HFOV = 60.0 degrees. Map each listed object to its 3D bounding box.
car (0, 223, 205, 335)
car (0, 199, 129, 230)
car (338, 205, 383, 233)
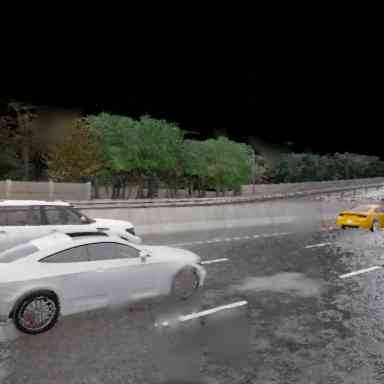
[{"bbox_3d":[-1.895,1.527,6.691,4.674,1.442,1.812,0,0,-35],"label":"car"},{"bbox_3d":[-4.221,1.222,9.332,5.566,2.045,2.150,0,0,-35],"label":"car"},{"bbox_3d":[10.826,1.502,20.041,5.008,1.535,1.882,0,0,-35],"label":"car"}]
